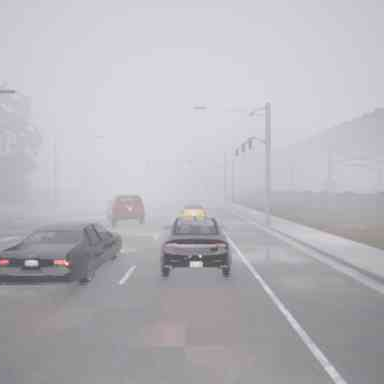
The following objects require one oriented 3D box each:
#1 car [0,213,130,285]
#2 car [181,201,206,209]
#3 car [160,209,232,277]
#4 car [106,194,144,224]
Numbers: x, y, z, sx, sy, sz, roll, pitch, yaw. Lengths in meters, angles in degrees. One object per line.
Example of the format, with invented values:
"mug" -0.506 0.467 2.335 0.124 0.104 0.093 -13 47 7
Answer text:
"car" -3.398 1.559 9.554 2.033 1.411 5.357 0 0 0
"car" 0.100 1.416 24.593 1.801 1.575 5.366 0 0 0
"car" 0.100 1.507 10.338 2.128 1.511 4.902 0 0 0
"car" -4.910 1.185 24.191 2.150 2.045 5.566 1 0 -19
